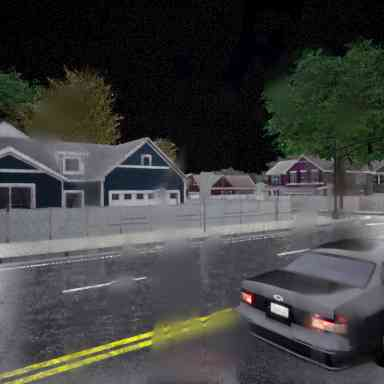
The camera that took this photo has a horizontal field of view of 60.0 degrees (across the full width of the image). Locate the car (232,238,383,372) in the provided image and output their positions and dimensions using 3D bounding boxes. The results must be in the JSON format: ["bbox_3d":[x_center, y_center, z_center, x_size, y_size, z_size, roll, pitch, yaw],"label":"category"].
[{"bbox_3d":[3.143,1.539,5.709,5.357,1.411,2.033,0,0,-36],"label":"car"}]
